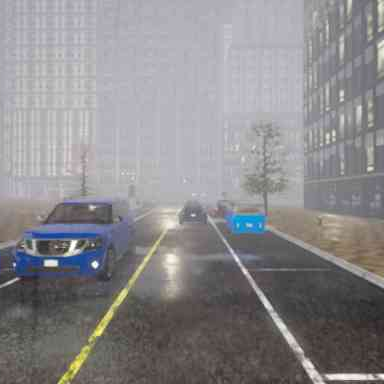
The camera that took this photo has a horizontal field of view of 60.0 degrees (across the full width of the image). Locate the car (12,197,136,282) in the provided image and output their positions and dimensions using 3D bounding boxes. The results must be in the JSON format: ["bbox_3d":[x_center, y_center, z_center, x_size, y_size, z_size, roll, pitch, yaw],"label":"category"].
[{"bbox_3d":[-3.105,1.212,10.088,2.150,2.045,5.566,0,0,0],"label":"car"}]

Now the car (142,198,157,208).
[{"bbox_3d":[-5.828,1.503,45.733,2.008,1.369,4.403,1,0,0],"label":"car"}]

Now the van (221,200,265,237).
[{"bbox_3d":[2.694,1.325,17.518,1.690,1.788,3.998,1,0,0],"label":"van"}]

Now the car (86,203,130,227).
[{"bbox_3d":[-5.691,1.543,23.164,1.947,1.339,4.313,1,0,0],"label":"car"}]

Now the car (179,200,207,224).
[{"bbox_3d":[0.090,1.540,24.615,1.994,1.385,4.181,0,0,0],"label":"car"}]

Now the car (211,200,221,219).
[{"bbox_3d":[2.689,1.412,28.801,1.967,1.590,4.097,1,0,0],"label":"car"}]
